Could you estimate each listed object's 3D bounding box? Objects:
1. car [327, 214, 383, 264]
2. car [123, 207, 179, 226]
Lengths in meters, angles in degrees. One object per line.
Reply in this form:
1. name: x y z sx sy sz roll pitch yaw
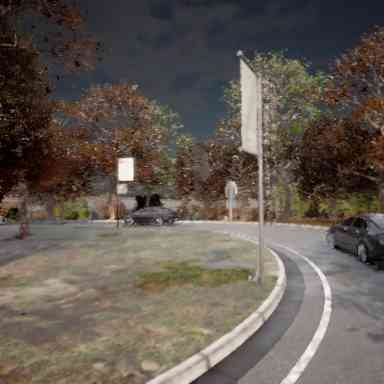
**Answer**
1. car: 6.427 1.549 11.916 1.837 1.490 4.892 1 0 4
2. car: -3.441 2.019 27.666 4.892 1.490 1.837 -1 -3 26
